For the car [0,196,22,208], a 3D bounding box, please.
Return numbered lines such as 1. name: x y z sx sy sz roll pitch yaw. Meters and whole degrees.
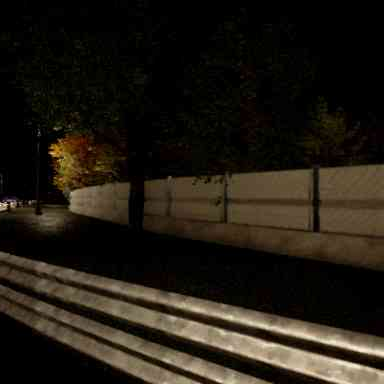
1. car: -32.261 1.812 59.449 2.150 2.045 5.566 1 -1 -22
